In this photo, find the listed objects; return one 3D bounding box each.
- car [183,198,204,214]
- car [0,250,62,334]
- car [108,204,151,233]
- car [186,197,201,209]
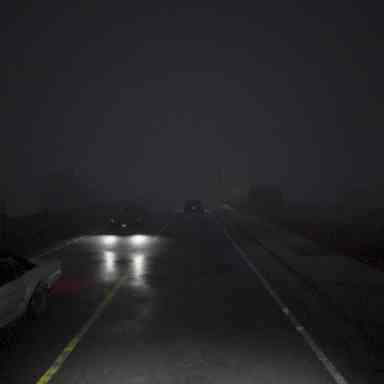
[{"bbox_3d":[0.188,1.412,32.571,1.994,1.385,4.181,0,0,1],"label":"car"},{"bbox_3d":[-3.591,1.577,4.558,1.895,1.301,4.718,0,0,0],"label":"car"},{"bbox_3d":[-3.450,1.434,19.236,1.812,1.442,4.674,0,0,0],"label":"car"},{"bbox_3d":[0.227,1.398,43.522,1.895,1.301,4.718,0,0,0],"label":"car"}]
